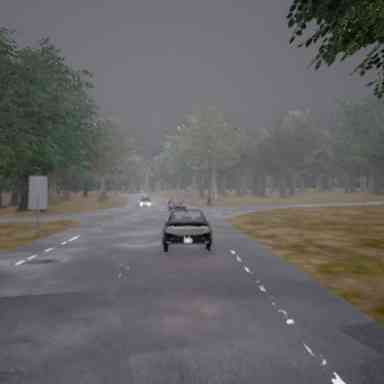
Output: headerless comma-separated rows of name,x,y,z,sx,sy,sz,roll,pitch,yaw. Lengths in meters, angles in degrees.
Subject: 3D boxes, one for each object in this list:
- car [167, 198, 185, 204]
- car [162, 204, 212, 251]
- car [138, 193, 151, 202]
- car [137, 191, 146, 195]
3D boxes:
car,-1.717,1.367,36.103,2.033,1.411,5.357,-1,-1,-6
car,-0.234,1.463,13.989,2.128,1.511,4.902,0,0,-2
car,-8.987,1.312,64.312,1.895,1.301,4.718,0,0,-9
car,-11.883,0.796,79.769,2.150,2.045,5.566,0,1,-12
